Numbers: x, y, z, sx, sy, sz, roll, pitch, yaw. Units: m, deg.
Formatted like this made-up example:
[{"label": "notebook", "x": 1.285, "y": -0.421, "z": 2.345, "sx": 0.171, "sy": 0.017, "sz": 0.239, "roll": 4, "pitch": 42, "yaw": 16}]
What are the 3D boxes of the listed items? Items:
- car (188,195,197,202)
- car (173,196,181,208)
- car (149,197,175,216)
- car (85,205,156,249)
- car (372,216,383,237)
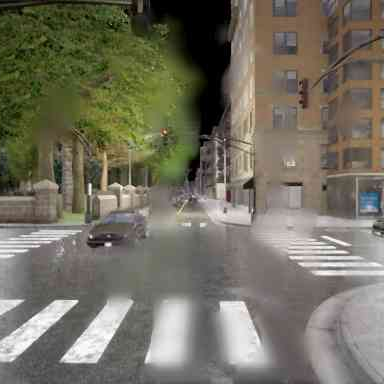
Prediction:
[{"label": "car", "x": 0.195, "y": 1.446, "z": 70.772, "sx": 1.812, "sy": 1.442, "sz": 4.674, "roll": 0, "pitch": 0, "yaw": 0}, {"label": "car", "x": -2.989, "y": 1.467, "z": 47.541, "sx": 1.837, "sy": 1.490, "sz": 4.892, "roll": 0, "pitch": 0, "yaw": 0}, {"label": "car", "x": -3.027, "y": 1.491, "z": 32.675, "sx": 1.837, "sy": 1.490, "sz": 4.892, "roll": 0, "pitch": 0, "yaw": 0}, {"label": "car", "x": -3.071, "y": 1.549, "z": 14.879, "sx": 2.033, "sy": 1.411, "sz": 5.357, "roll": 0, "pitch": 0, "yaw": 0}, {"label": "car", "x": 11.003, "y": 1.370, "z": 15.584, "sx": 4.553, "sy": 1.767, "sz": 2.097, "roll": 0, "pitch": 0, "yaw": 0}]
